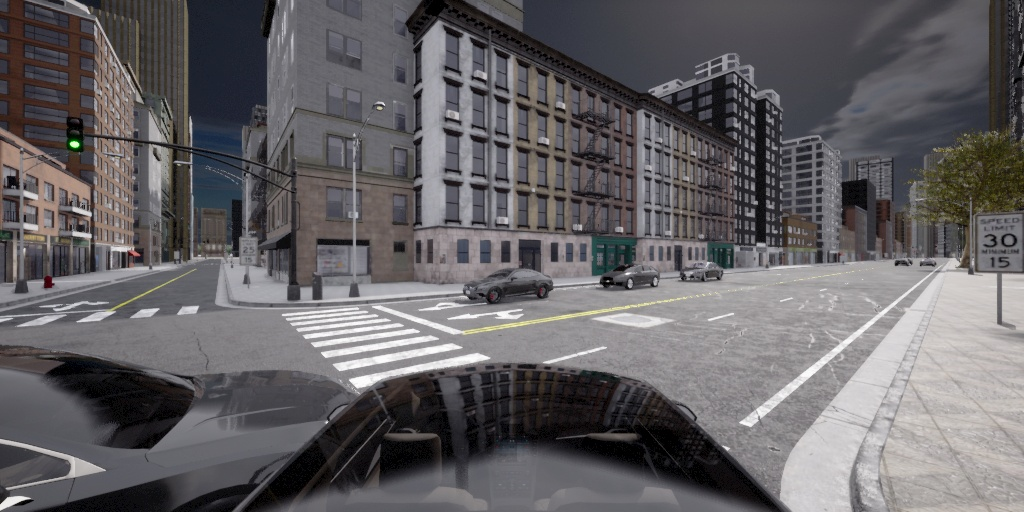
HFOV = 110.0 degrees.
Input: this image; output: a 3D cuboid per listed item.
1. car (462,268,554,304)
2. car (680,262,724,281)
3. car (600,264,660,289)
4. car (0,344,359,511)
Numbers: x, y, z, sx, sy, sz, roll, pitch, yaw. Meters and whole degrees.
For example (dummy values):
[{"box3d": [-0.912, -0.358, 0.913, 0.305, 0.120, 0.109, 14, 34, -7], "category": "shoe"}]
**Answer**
[{"box3d": [-0.065, 1.286, 16.731, 4.674, 1.442, 1.812, 0, 0, -39], "category": "car"}, {"box3d": [15.615, 1.235, 29.452, 4.902, 1.511, 2.128, 0, 0, -39], "category": "car"}, {"box3d": [7.616, 1.258, 22.968, 4.892, 1.490, 1.837, 0, 0, -39], "category": "car"}, {"box3d": [-3.224, 1.257, 1.754, 4.892, 1.490, 1.837, 0, 0, -35], "category": "car"}]
